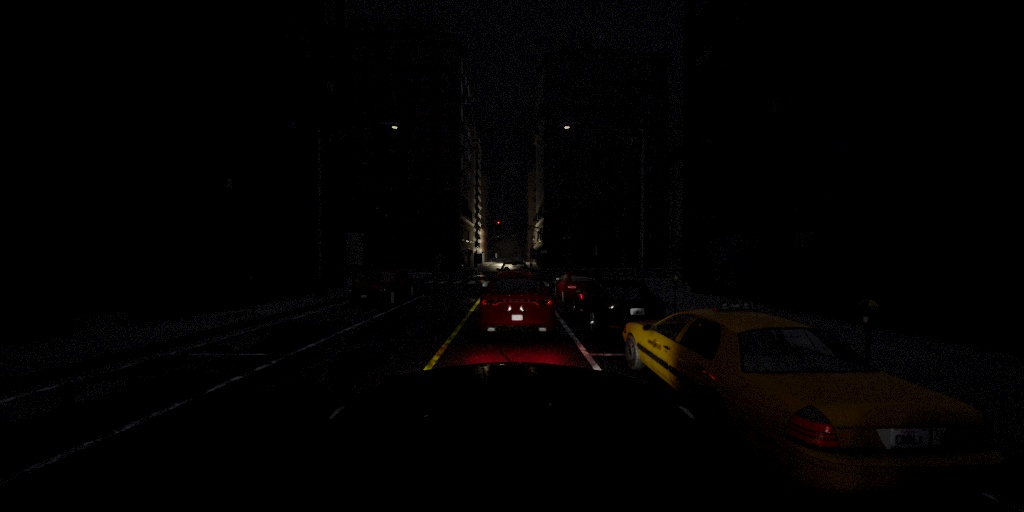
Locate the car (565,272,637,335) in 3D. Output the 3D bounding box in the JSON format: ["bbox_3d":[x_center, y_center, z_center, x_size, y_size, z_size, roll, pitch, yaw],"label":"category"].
[{"bbox_3d":[2.895,1.313,10.305,1.948,1.339,4.313,0,0,0],"label":"car"}]

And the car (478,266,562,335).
[{"bbox_3d":[0.118,1.225,10.488,1.882,1.535,5.008,0,0,0],"label":"car"}]

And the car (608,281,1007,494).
[{"bbox_3d":[2.880,1.274,4.889,1.751,1.417,4.829,0,0,0],"label":"car"}]

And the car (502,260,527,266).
[{"bbox_3d":[0.145,1.096,20.817,2.097,1.767,4.553,0,0,0],"label":"car"}]

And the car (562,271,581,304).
[{"bbox_3d":[2.910,1.327,15.891,1.802,1.307,4.207,0,0,0],"label":"car"}]

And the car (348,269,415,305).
[{"bbox_3d":[-5.636,1.291,15.911,1.888,1.381,4.507,0,0,0],"label":"car"}]
